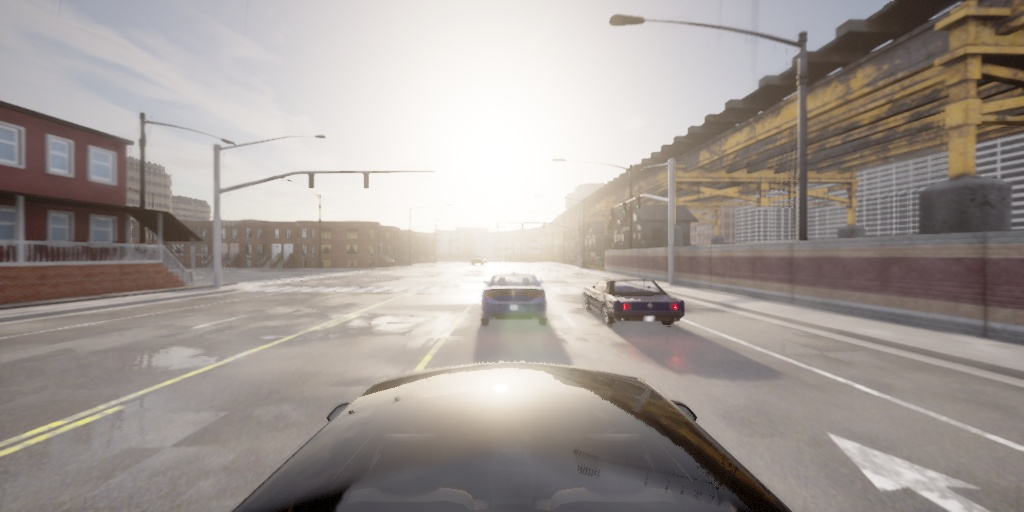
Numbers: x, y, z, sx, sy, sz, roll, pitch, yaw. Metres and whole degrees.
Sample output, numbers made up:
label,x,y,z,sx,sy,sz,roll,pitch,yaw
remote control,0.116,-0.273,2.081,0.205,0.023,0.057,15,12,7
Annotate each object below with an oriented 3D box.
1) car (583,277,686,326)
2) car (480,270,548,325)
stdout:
label,x,y,z,sx,sy,sz,roll,pitch,yaw
car,3.556,1.326,11.469,1.895,1.301,4.718,0,0,0
car,0.058,1.204,11.768,1.882,1.535,5.008,0,-1,0
